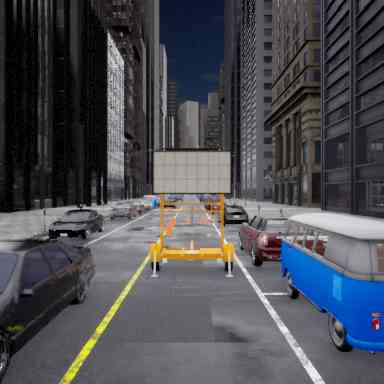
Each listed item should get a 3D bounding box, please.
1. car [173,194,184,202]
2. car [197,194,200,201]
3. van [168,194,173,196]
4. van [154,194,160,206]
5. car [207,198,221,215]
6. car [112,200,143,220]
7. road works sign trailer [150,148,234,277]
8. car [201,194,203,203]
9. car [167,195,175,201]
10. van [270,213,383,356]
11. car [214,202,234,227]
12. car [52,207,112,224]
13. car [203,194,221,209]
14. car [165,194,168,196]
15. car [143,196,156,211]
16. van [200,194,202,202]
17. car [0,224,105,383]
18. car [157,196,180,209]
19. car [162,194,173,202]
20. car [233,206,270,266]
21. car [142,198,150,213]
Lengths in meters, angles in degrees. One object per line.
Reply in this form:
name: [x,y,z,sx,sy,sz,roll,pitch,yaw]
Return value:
car: [-2.971,1.595,78.293,2.033,1.411,5.357,0,0,0]
car: [2.791,1.357,73.197,2.192,1.841,5.009,0,0,0]
van: [-5.734,1.383,73.190,1.690,1.788,3.998,0,0,0]
van: [-5.745,1.360,45.142,1.690,1.788,3.998,0,0,0]
car: [2.776,1.593,33.933,1.802,1.307,4.206,0,0,0]
car: [-5.751,1.558,28.314,2.008,1.369,4.403,0,0,0]
road works sign trailer: [0.004,0.465,10.222,2.380,3.560,2.880,0,0,0]
car: [2.780,1.334,45.151,2.192,1.841,5.009,0,0,0]
car: [-5.728,1.609,90.018,2.008,1.369,4.403,0,0,0]
van: [2.766,1.341,5.887,1.690,1.788,3.998,0,0,0]
car: [2.772,1.570,22.714,1.947,1.339,4.313,0,0,0]
car: [-5.755,1.568,17.095,1.947,1.339,4.313,0,0,0]
car: [2.778,1.330,39.542,2.192,1.841,5.009,0,0,0]
car: [-5.741,1.343,56.361,2.192,1.841,5.009,0,0,0]
car: [-5.747,1.540,39.362,1.752,1.417,4.829,0,0,0]
van: [2.786,1.373,61.978,1.690,1.788,3.998,0,0,0]
car: [-3.096,1.548,5.388,2.033,1.411,5.357,0,0,0]
car: [-3.084,1.566,44.713,2.033,1.411,5.357,0,0,0]
car: [-5.732,1.362,78.799,2.192,1.841,5.009,0,0,0]
car: [2.768,1.441,11.496,1.967,1.590,4.097,0,0,0]
car: [-5.749,1.593,33.923,1.802,1.307,4.206,0,0,0]
